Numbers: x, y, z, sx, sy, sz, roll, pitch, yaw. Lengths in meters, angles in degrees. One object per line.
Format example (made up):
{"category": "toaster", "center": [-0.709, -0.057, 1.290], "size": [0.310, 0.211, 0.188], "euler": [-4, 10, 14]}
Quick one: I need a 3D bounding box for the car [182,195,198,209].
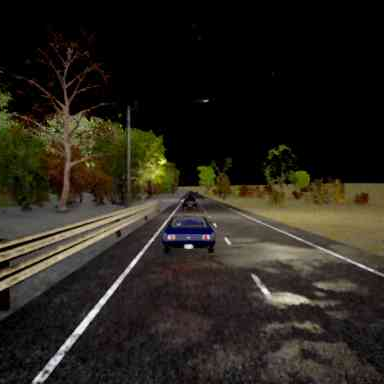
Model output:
{"category": "car", "center": [-0.245, 1.501, 43.475], "size": [1.882, 1.535, 5.008], "euler": [0, 0, 0]}

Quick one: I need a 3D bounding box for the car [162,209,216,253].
{"category": "car", "center": [-0.114, 1.604, 13.755], "size": [1.895, 1.301, 4.718], "euler": [0, 0, 0]}

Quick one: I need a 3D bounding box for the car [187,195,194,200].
{"category": "car", "center": [-0.464, 1.494, 92.800], "size": [1.812, 1.442, 4.674], "euler": [0, 0, 0]}

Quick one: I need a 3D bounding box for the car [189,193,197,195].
{"category": "car", "center": [-0.354, 1.543, 67.804], "size": [1.837, 1.490, 4.892], "euler": [0, 0, 0]}
